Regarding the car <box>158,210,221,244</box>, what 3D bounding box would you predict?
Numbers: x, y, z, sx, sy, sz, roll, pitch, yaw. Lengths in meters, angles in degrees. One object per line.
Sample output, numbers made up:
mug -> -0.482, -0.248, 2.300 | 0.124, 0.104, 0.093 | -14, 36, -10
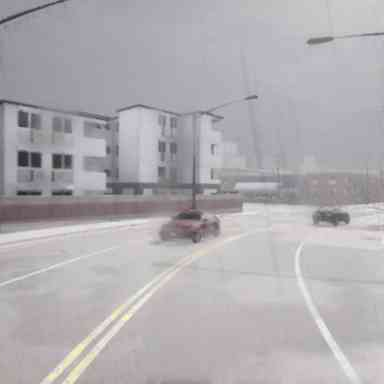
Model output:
car -> 0.076, 1.639, 16.681 | 1.812, 1.442, 4.674 | 1, -1, 24

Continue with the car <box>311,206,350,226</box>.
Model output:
car -> 11.755, 1.969, 28.043 | 2.128, 1.511, 4.902 | 1, -1, 42
